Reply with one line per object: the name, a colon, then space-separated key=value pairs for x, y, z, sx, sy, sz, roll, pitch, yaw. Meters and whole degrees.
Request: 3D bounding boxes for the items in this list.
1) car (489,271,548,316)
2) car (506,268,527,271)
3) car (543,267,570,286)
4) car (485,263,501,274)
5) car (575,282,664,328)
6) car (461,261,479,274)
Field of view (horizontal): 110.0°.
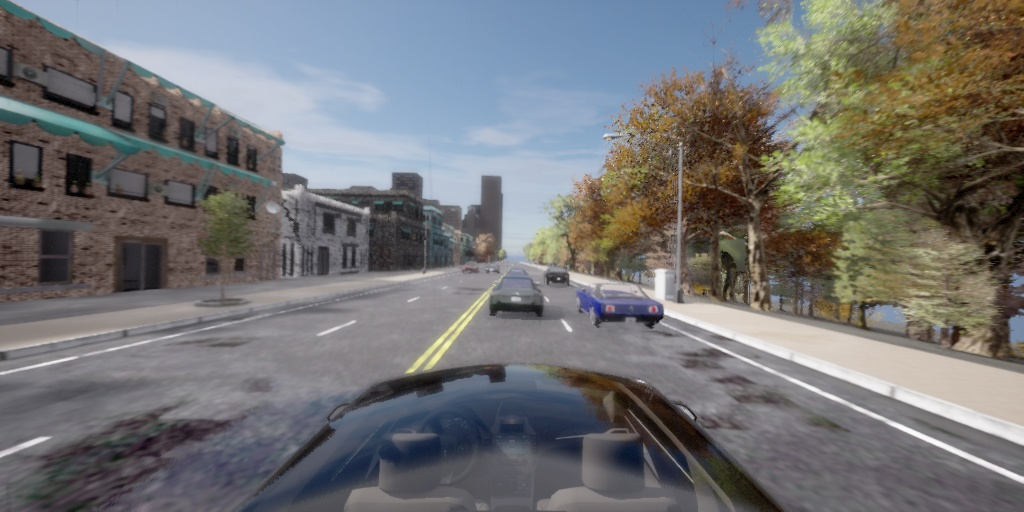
car: x=0.184 y=1.466 z=14.251 sx=1.994 sy=1.385 sz=4.181 roll=1 pitch=-1 yaw=1
car: x=0.411 y=1.650 z=29.429 sx=1.994 sy=1.385 sz=4.181 roll=1 pitch=-1 yaw=1
car: x=3.678 y=1.639 z=30.228 sx=1.882 sy=1.535 sz=5.008 roll=1 pitch=-1 yaw=1
car: x=-2.673 y=1.767 z=50.786 sx=2.128 sy=1.511 sz=4.902 roll=1 pitch=-1 yaw=1
car: x=3.393 y=1.544 z=12.294 sx=1.895 sy=1.301 sz=4.718 roll=1 pitch=-1 yaw=1
car: x=-5.910 y=1.569 z=51.222 sx=2.097 sy=1.767 sz=4.553 roll=1 pitch=-1 yaw=1
